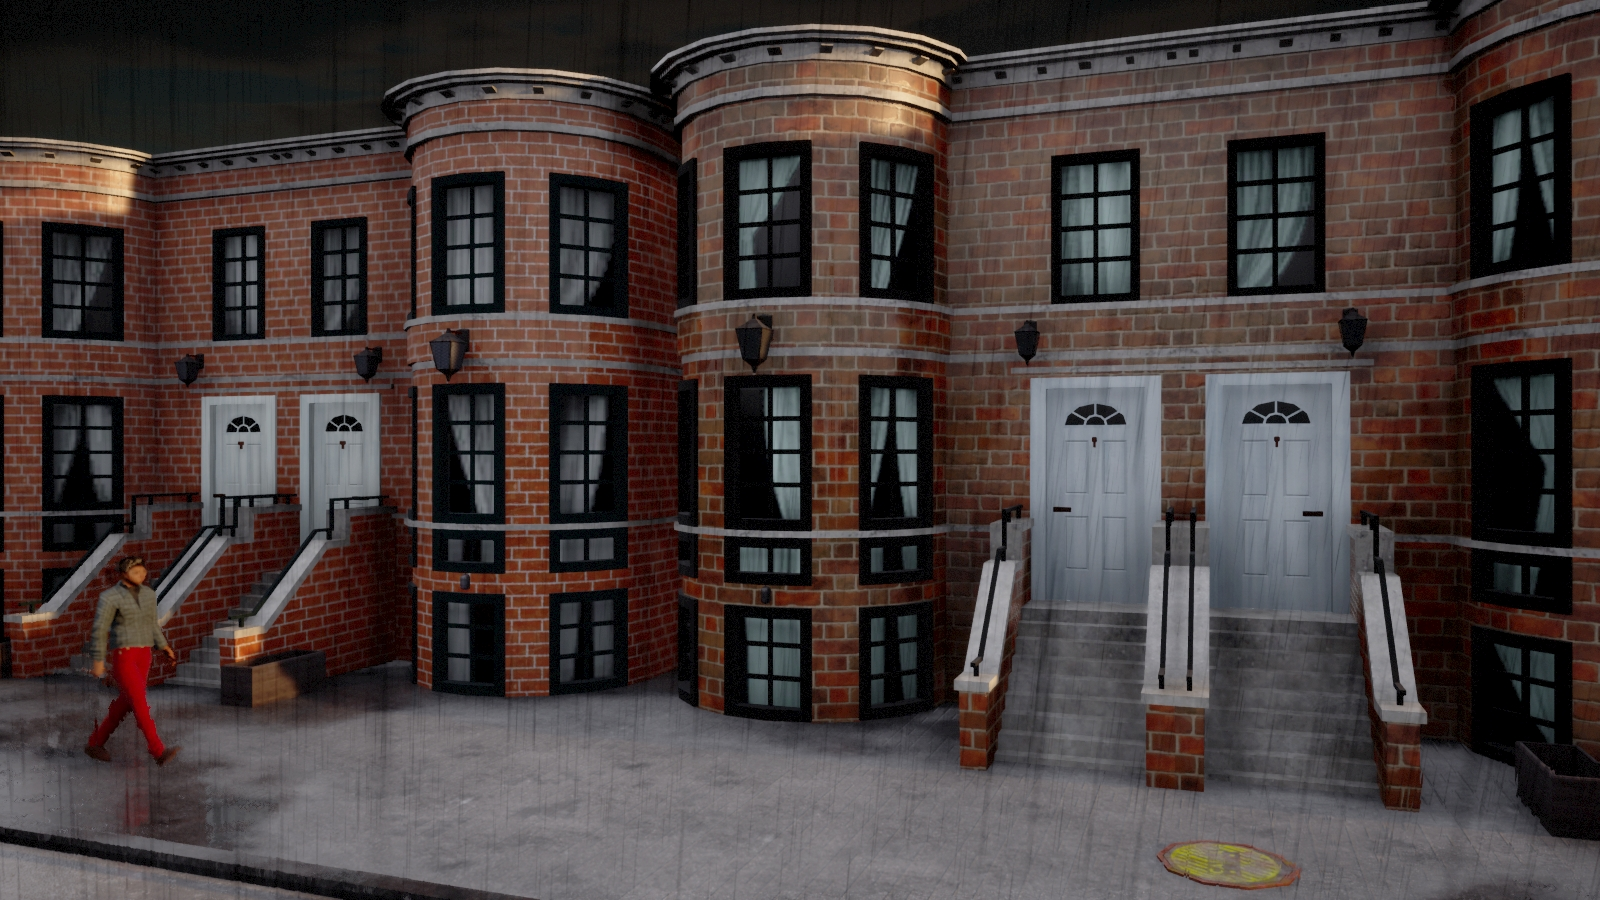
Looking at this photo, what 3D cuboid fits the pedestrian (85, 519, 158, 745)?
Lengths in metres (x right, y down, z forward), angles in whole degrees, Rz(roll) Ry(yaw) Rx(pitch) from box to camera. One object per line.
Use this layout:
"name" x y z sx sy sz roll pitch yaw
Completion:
"pedestrian" -5.784 1.529 9.745 0.375 1.860 0.375 0 0 19
